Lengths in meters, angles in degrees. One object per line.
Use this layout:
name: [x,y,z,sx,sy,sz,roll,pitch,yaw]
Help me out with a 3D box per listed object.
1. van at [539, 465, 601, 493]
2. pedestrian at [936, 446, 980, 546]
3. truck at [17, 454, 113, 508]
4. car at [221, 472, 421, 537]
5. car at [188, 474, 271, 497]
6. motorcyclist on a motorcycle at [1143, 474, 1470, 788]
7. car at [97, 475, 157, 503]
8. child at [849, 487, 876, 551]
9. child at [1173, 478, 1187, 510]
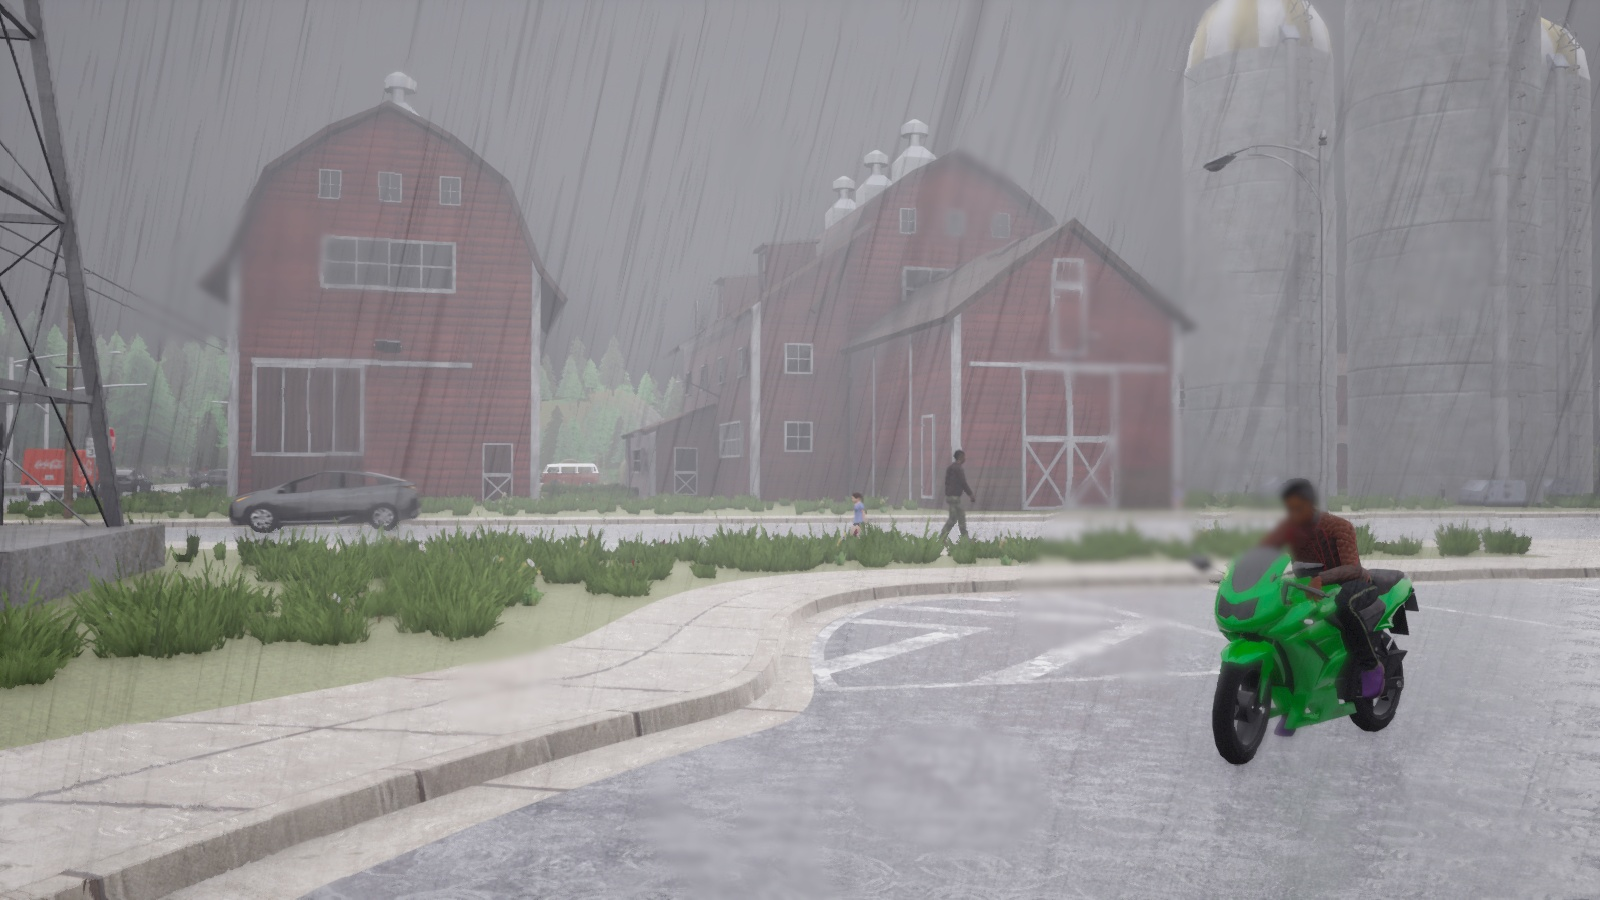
van: [-17.421,2.174,95.091,4.480,2.038,2.069,0,-1,-15]
pedestrian: [2.947,0.851,23.434,0.703,1.840,0.431,0,-1,-14]
truck: [-35.317,1.483,60.529,2.627,2.467,5.204,0,-1,-14]
car: [-11.882,1.336,31.473,4.514,1.525,2.007,0,-1,-15]
car: [-38.900,2.389,85.722,4.892,1.490,1.837,0,-1,-15]
motorcyclist on a motorcycle: [2.901,0.904,7.094,2.044,1.523,0.797,1,-1,-39]
car: [-37.836,2.155,70.686,1.837,1.490,4.892,0,-1,-14]
child: [1.104,1.217,22.199,0.394,1.110,0.255,0,-1,-16]
child: [13.099,1.523,43.313,0.394,1.110,0.255,0,-1,-16]
